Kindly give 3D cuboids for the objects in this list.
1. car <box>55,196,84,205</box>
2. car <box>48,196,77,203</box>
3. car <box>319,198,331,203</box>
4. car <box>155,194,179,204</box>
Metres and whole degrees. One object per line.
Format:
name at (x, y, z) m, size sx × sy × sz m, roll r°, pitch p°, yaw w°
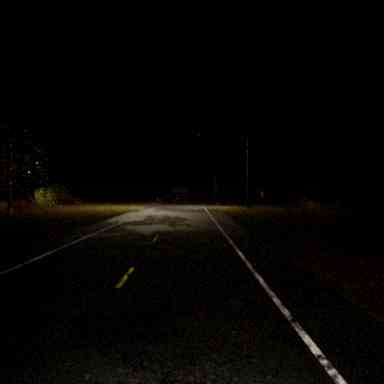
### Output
car at (-21.155, 1.392, 56.929) m, size 5.008 × 1.535 × 1.882 m, roll 0°, pitch 0°, yaw -2°
car at (-24.837, 1.479, 63.822) m, size 4.718 × 1.301 × 1.895 m, roll 0°, pitch 0°, yaw -2°
car at (27.441, 1.581, 65.266) m, size 4.892 × 1.490 × 1.837 m, roll 0°, pitch 0°, yaw -2°
car at (-4.820, 1.330, 64.387) m, size 4.553 × 1.767 × 2.097 m, roll 0°, pitch 0°, yaw -1°
